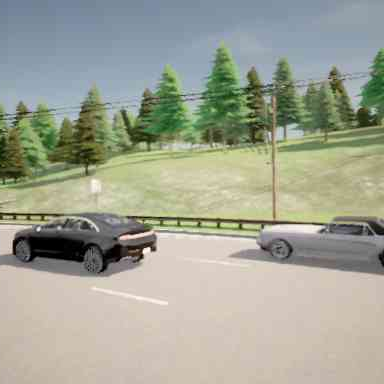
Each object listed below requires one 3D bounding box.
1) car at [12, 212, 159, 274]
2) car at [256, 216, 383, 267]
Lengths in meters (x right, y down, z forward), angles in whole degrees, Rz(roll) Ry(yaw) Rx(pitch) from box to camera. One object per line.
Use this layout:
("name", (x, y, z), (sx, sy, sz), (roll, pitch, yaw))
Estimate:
("car", (-3.327, 1.358, 9.997), (4.902, 1.511, 2.128), (0, 1, 29))
("car", (4.327, 1.347, 9.676), (4.718, 1.301, 1.895), (0, 1, 32))
